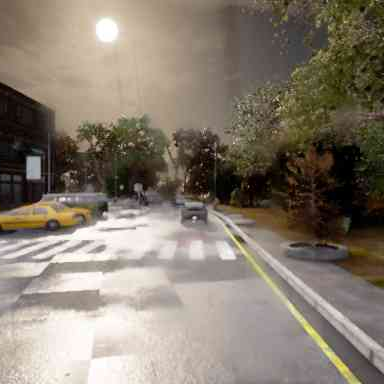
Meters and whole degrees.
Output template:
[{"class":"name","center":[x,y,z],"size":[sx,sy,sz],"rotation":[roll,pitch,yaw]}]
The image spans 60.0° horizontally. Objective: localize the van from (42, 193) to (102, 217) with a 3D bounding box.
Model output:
[{"class":"van","center":[-9.332,1.144,25.001],"size":[4.442,1.987,1.878],"rotation":[-1,1,-20]}]

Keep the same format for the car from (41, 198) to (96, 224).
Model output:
[{"class":"car","center":[-9.203,1.412,22.057],"size":[5.008,1.535,2.097],"rotation":[-1,0,-20]}]

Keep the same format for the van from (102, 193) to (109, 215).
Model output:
[{"class":"van","center":[-9.356,1.100,28.001],"size":[4.442,1.987,1.878],"rotation":[-1,1,-20]}]

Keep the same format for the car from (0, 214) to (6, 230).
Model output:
[{"class":"car","center":[-8.976,1.464,10.103],"size":[5.366,1.575,1.946],"rotation":[-1,0,-20]}]

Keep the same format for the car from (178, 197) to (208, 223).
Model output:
[{"class":"car","center":[0.135,1.402,24.263],"size":[1.837,1.490,4.892],"rotation":[0,1,-1]}]

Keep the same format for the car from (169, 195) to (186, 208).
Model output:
[{"class":"car","center":[-1.587,1.142,41.042],"size":[2.128,1.511,4.902],"rotation":[0,1,-12]}]

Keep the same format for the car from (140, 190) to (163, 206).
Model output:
[{"class":"car","center":[-5.571,0.809,44.660],"size":[2.150,2.045,5.566],"rotation":[0,1,-20]}]

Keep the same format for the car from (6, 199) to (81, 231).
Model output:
[{"class":"car","center":[-9.347,1.447,18.989],"size":[5.366,1.575,1.946],"rotation":[-1,1,-20]}]
